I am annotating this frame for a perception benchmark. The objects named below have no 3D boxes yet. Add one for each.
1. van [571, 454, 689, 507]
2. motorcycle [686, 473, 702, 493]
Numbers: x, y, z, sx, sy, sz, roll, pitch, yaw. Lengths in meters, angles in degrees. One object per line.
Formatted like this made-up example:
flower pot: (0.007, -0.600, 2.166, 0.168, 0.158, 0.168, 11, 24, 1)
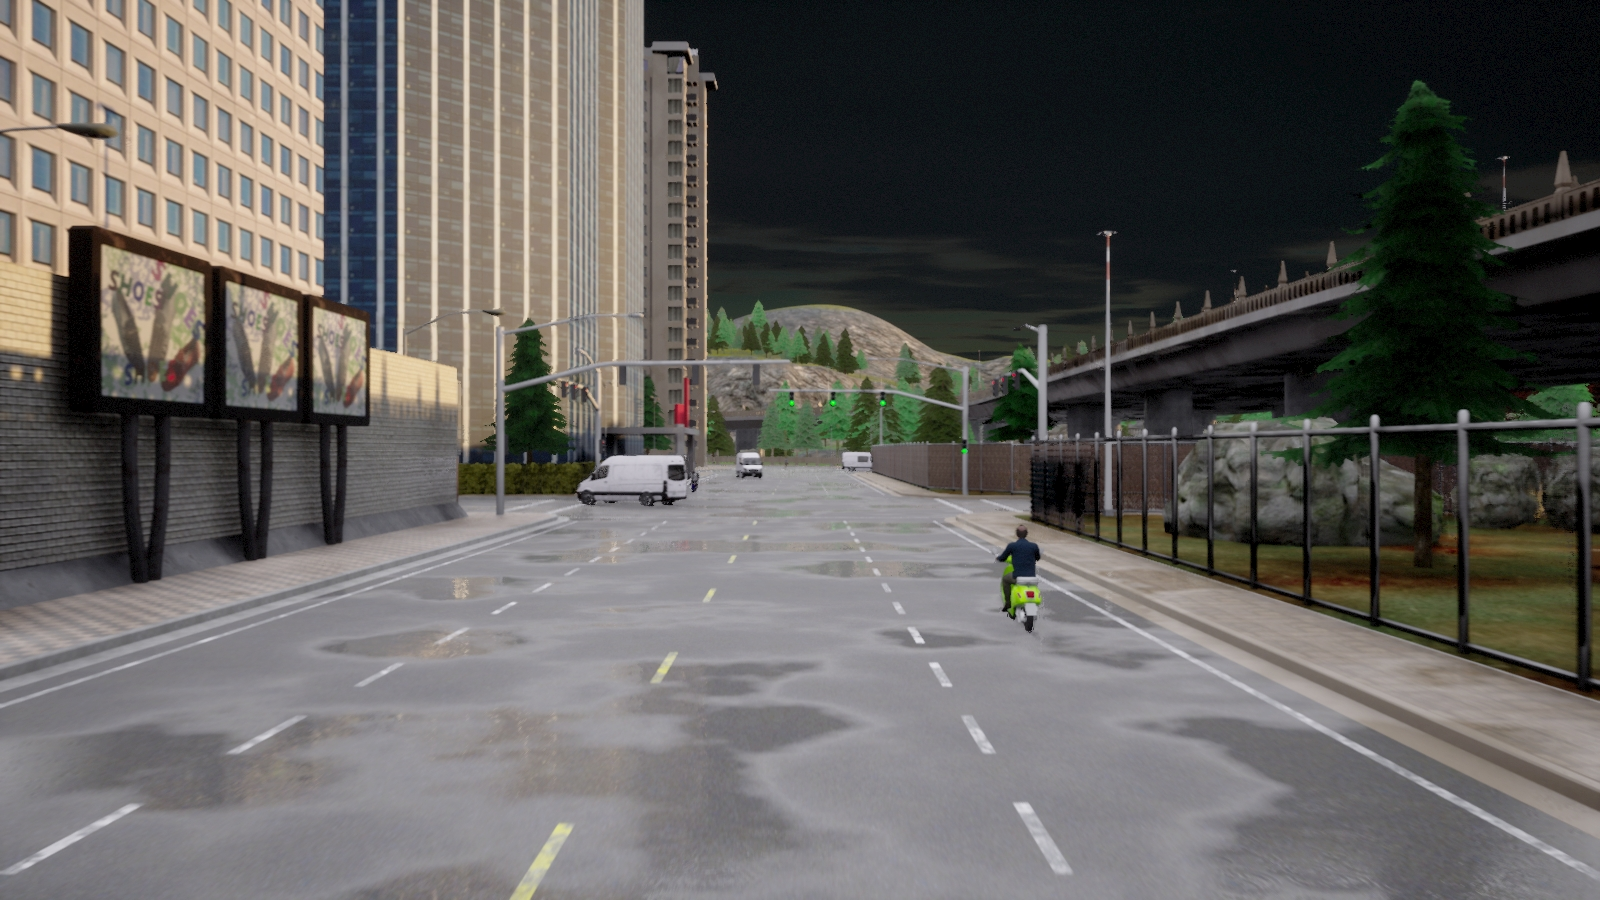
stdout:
van: (-8.689, 1.514, 58.365, 5.915, 2.561, 1.988, 0, -1, 28)
motorcycle: (-6.972, 2.154, 75.430, 0.867, 1.251, 2.209, 0, 0, 0)
